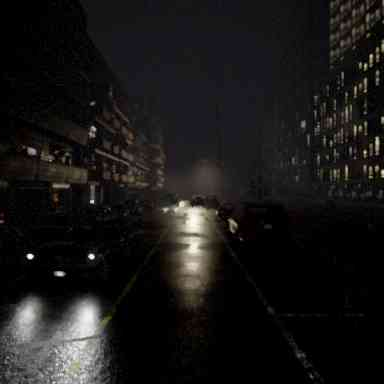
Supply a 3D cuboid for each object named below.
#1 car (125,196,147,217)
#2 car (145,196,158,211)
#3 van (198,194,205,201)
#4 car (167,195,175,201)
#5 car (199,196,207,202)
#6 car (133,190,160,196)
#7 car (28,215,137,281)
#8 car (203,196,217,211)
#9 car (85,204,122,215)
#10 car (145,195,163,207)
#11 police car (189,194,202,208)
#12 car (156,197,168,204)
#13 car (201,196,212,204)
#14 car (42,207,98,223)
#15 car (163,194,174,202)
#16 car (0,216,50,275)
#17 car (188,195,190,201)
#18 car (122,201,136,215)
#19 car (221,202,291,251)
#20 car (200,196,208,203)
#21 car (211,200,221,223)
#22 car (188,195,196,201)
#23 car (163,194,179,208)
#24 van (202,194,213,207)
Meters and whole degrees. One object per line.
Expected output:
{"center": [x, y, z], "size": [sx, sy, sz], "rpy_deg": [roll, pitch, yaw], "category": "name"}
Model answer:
{"center": [-5.700, 1.456, 30.671], "size": [1.967, 1.590, 4.097], "rpy_deg": [0, 0, 0], "category": "car"}
{"center": [-5.701, 1.550, 41.555], "size": [1.752, 1.417, 4.829], "rpy_deg": [0, 0, 0], "category": "car"}
{"center": [2.670, 1.452, 91.466], "size": [1.690, 1.788, 3.998], "rpy_deg": [0, 0, 0], "category": "van"}
{"center": [-5.709, 1.661, 91.465], "size": [2.008, 1.369, 4.403], "rpy_deg": [0, 0, 0], "category": "car"}
{"center": [2.672, 1.669, 80.412], "size": [1.802, 1.307, 4.206], "rpy_deg": [0, 0, 0], "category": "car"}
{"center": [-8.749, 0.719, 62.715], "size": [2.150, 2.045, 5.566], "rpy_deg": [3, 21, 46], "category": "car"}
{"center": [-3.081, 1.604, 9.970], "size": [1.895, 1.301, 4.718], "rpy_deg": [0, 0, 0], "category": "car"}
{"center": [2.679, 1.551, 41.896], "size": [1.752, 1.417, 4.829], "rpy_deg": [0, 0, 0], "category": "car"}
{"center": [-5.698, 1.448, 19.618], "size": [1.967, 1.590, 4.097], "rpy_deg": [0, 0, 0], "category": "car"}
{"center": [-5.702, 1.576, 47.251], "size": [1.887, 1.381, 4.507], "rpy_deg": [0, 0, 0], "category": "car"}
{"center": [0.893, 1.461, 50.360], "size": [1.930, 1.638, 5.238], "rpy_deg": [0, 0, 0], "category": "police car"}
{"center": [-5.705, 1.601, 63.831], "size": [1.887, 1.381, 4.507], "rpy_deg": [0, 0, 0], "category": "car"}
{"center": [2.675, 1.497, 63.832], "size": [1.967, 1.590, 4.097], "rpy_deg": [0, 0, 0], "category": "car"}
{"center": [-5.697, 1.549, 14.091], "size": [1.887, 1.381, 4.507], "rpy_deg": [0, 0, 0], "category": "car"}
{"center": [-5.709, 1.402, 80.411], "size": [2.192, 1.841, 5.009], "rpy_deg": [0, 0, 0], "category": "car"}
{"center": [-5.696, 1.553, 8.565], "size": [2.008, 1.369, 4.403], "rpy_deg": [0, 0, 0], "category": "car"}
{"center": [0.752, 1.403, 60.263], "size": [2.097, 1.767, 4.553], "rpy_deg": [0, 0, 3], "category": "car"}
{"center": [-5.698, 1.594, 25.145], "size": [1.802, 1.307, 4.206], "rpy_deg": [0, 0, 0], "category": "car"}
{"center": [2.682, 1.320, 14.092], "size": [2.192, 1.841, 5.009], "rpy_deg": [0, 0, 0], "category": "car"}
{"center": [2.673, 1.659, 74.886], "size": [1.802, 1.307, 4.206], "rpy_deg": [0, 0, 0], "category": "car"}
{"center": [2.682, 1.557, 25.146], "size": [1.887, 1.381, 4.507], "rpy_deg": [0, 0, 0], "category": "car"}
{"center": [-0.012, 1.411, 84.747], "size": [1.837, 1.490, 4.892], "rpy_deg": [0, 0, 0], "category": "car"}
{"center": [-3.089, 1.257, 50.065], "size": [2.150, 2.045, 5.566], "rpy_deg": [0, 0, 0], "category": "car"}
{"center": [2.677, 1.373, 47.252], "size": [1.690, 1.788, 3.998], "rpy_deg": [0, 0, 0], "category": "van"}
